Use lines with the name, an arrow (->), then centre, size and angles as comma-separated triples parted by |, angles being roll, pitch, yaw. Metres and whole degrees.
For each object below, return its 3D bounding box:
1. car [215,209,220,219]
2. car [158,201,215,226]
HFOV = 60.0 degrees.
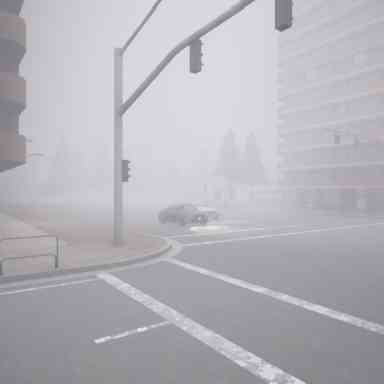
car -> 0.380, 1.526, 28.036 | 1.812, 1.442, 4.674 | 0, 0, -35
car -> -0.665, 1.564, 23.434 | 1.994, 1.385, 4.181 | 0, 0, -35
